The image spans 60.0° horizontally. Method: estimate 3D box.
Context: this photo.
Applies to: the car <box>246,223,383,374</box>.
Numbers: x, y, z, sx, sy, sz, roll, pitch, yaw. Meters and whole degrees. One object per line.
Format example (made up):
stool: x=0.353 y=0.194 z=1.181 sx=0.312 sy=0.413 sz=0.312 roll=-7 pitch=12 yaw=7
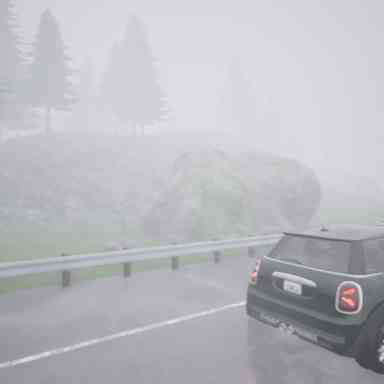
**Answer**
car: x=3.152 y=1.347 z=5.835 sx=4.553 sy=1.767 sz=2.097 roll=0 pitch=0 yaw=-34
